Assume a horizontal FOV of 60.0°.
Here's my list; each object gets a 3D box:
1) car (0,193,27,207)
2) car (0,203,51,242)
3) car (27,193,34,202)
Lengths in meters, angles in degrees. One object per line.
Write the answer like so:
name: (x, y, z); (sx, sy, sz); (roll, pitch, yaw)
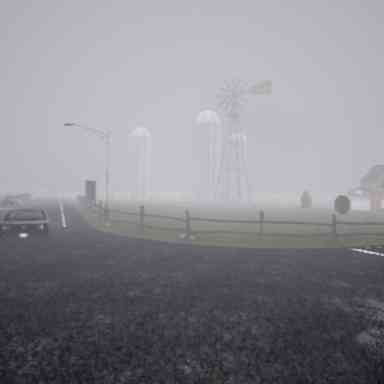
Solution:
car: (-20.906, 1.034, 38.756); (2.033, 1.411, 5.357); (1, 0, -22)
car: (-7.503, 1.408, 15.270); (1.895, 1.301, 4.718); (1, 0, -22)
car: (-27.451, 0.891, 55.312); (1.837, 1.490, 4.892); (1, 0, -22)
